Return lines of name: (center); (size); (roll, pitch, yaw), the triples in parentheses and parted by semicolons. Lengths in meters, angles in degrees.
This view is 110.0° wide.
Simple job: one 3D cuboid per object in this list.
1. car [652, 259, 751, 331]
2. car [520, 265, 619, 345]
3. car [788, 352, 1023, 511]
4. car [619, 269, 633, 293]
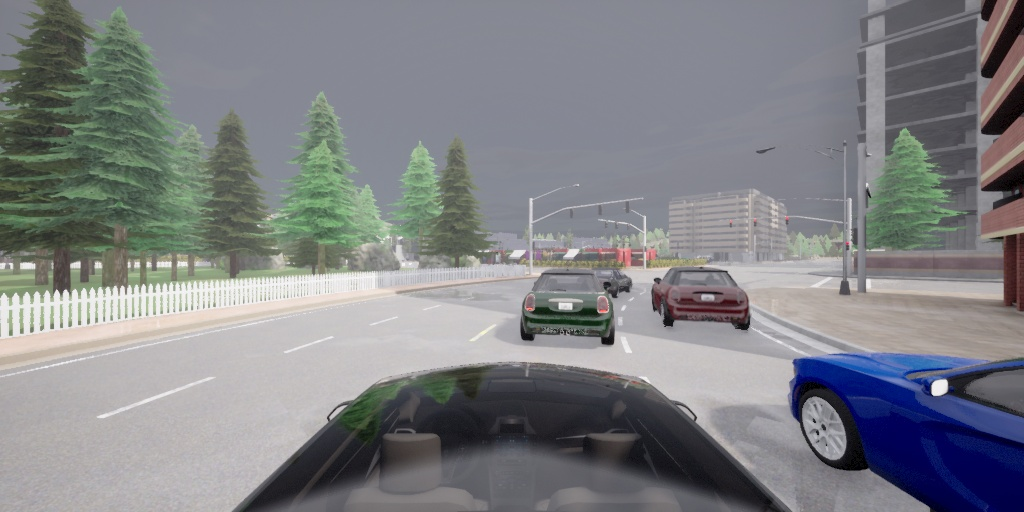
car: (5.698, 1.105, 11.363); (2.097, 1.767, 4.553); (0, 0, 16)
car: (1.616, 1.104, 9.817); (2.097, 1.767, 4.553); (0, 0, 13)
car: (3.860, 1.229, 1.799); (1.882, 1.535, 5.008); (0, 0, 1)
car: (4.866, 1.302, 18.569); (2.033, 1.411, 5.357); (0, 0, 29)
